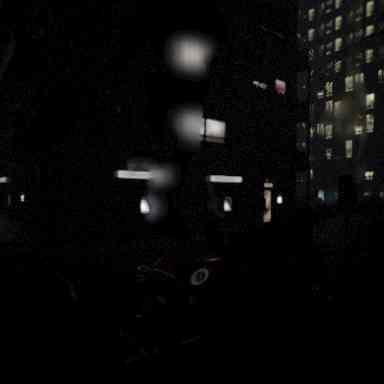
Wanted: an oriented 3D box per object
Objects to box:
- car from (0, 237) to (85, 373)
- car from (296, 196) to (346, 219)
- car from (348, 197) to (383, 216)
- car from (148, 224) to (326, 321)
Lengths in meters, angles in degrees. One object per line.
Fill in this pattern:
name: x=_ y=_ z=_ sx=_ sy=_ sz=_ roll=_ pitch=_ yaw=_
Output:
car: x=-3.557 y=1.433 z=4.020 sx=4.097 sy=1.590 sz=1.967 roll=1 pitch=0 yaw=-35
car: x=9.950 y=1.261 z=28.231 sx=2.192 sy=1.841 sz=5.009 roll=2 pitch=0 yaw=-36
car: x=16.693 y=1.368 z=33.205 sx=2.192 sy=1.841 sz=5.009 roll=2 pitch=0 yaw=-36
car: x=1.069 y=1.492 z=7.319 sx=4.097 sy=1.590 sz=1.967 roll=1 pitch=0 yaw=-35
